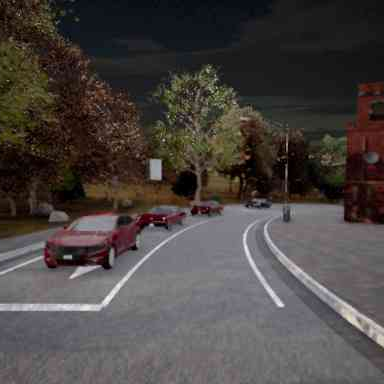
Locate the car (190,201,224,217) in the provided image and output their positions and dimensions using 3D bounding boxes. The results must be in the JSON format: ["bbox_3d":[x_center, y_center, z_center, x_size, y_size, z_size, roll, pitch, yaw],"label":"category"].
[{"bbox_3d":[1.455,1.515,30.865,1.895,1.301,4.718,2,1,22],"label":"car"}]

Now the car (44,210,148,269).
[{"bbox_3d":[-3.080,1.440,11.274,1.882,1.535,5.008,0,0,5],"label":"car"}]

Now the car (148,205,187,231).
[{"bbox_3d":[-1.764,1.524,20.554,1.895,1.301,4.718,1,0,13],"label":"car"}]

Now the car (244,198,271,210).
[{"bbox_3d":[8.932,1.567,44.753,2.033,1.411,5.357,4,2,36],"label":"car"}]
